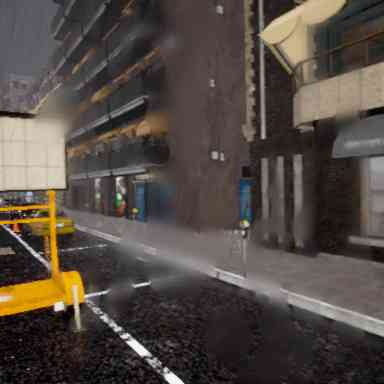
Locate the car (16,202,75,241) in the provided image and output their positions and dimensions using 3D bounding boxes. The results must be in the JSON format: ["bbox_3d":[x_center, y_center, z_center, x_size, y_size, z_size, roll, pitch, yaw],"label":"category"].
[{"bbox_3d":[-6.848,1.334,15.649,1.752,1.417,4.829,-2,1,-34],"label":"car"}]

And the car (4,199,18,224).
[{"bbox_3d":[-9.927,1.350,20.182,1.947,1.339,4.313,-2,1,-34],"label":"car"}]

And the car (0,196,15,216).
[{"bbox_3d":[-16.277,1.286,29.525,2.008,1.369,4.403,-2,1,-34],"label":"car"}]

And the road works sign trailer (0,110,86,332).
[{"bbox_3d":[-3.418,0.407,5.755,2.380,3.560,2.880,-2,2,-34],"label":"road works sign trailer"}]
